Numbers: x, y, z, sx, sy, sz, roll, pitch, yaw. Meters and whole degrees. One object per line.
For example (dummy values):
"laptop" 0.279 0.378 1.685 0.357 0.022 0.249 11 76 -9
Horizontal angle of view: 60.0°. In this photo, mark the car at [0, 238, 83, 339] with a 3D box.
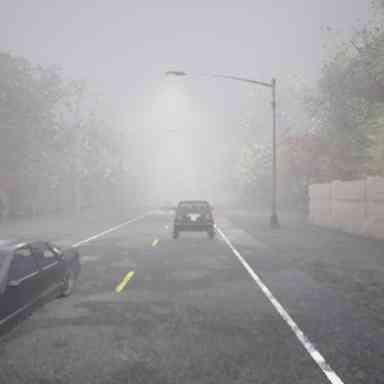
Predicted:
"car" -3.597 1.600 5.978 2.033 1.411 5.357 1 -1 0

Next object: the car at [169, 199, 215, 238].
"car" 0.089 1.414 18.996 2.150 2.045 5.566 0 0 0

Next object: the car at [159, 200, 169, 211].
"car" -3.596 1.962 48.022 1.837 1.490 4.892 0 -1 0

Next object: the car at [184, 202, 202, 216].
"car" 0.076 1.941 38.823 1.994 1.385 4.181 0 0 0
